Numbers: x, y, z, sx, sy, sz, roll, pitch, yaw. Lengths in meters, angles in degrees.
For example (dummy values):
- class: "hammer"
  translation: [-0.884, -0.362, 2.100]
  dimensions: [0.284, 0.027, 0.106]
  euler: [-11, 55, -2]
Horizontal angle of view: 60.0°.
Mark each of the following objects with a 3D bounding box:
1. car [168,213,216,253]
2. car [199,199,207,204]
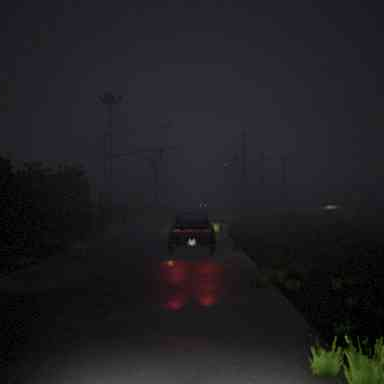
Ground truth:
- class: "car"
  translation: [0.000, 1.628, 14.300]
  dimensions: [2.128, 1.511, 4.902]
  euler: [0, 0, 0]
- class: "car"
  translation: [2.650, 2.280, 80.822]
  dimensions: [1.994, 1.385, 4.181]
  euler: [0, -1, 3]
